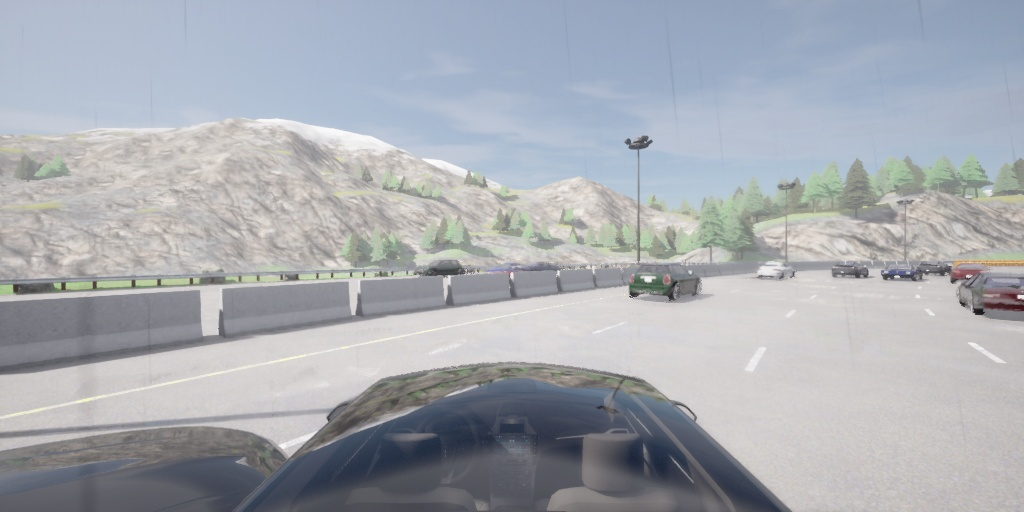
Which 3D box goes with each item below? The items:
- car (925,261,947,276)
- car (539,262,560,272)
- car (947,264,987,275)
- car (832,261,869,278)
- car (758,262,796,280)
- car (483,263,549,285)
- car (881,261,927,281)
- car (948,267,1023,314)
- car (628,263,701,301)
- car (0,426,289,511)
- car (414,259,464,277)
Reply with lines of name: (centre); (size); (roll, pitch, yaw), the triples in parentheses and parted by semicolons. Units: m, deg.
car: (43.322, 1.241, 36.787); (4.902, 1.511, 2.128); (0, 0, -31)
car: (2.659, 1.297, 37.369); (5.357, 1.411, 2.033); (0, 0, -42)
car: (34.267, 1.276, 26.730); (4.674, 1.442, 1.812); (0, 0, -36)
car: (31.383, 1.241, 33.268); (4.902, 1.511, 2.128); (0, 0, -35)
car: (23.279, 1.275, 31.586); (4.674, 1.442, 1.812); (0, 0, -38)
car: (0.169, 1.351, 25.292); (1.895, 1.301, 4.718); (0, 0, 44)
car: (32.315, 1.351, 29.658); (4.718, 1.301, 1.895); (0, 0, -35)
car: (17.451, 1.298, 12.664); (5.357, 1.411, 2.033); (0, 0, -44)
car: (7.565, 1.103, 17.552); (2.097, 1.767, 4.553); (0, 0, 44)
car: (-2.981, 1.255, 0.466); (4.892, 1.490, 1.837); (0, 0, -45)
car: (-6.708, 1.102, 33.213); (2.097, 1.767, 4.553); (0, 0, 45)
